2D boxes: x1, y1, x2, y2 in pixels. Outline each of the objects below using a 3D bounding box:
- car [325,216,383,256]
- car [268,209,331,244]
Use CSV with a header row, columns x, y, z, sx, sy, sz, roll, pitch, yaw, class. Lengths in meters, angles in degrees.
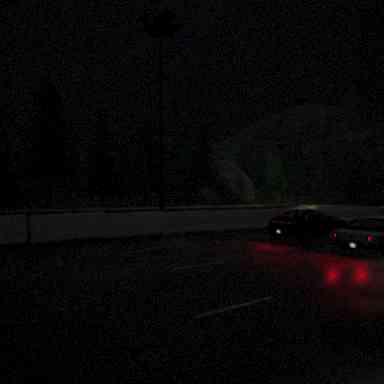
x,y,z,sx,sy,sz,roll,pitch,yaw,class
7.831,1.730,13.759,4.718,1.301,1.895,1,0,-36,car
5.956,1.623,16.717,4.902,1.511,2.128,1,0,-35,car
